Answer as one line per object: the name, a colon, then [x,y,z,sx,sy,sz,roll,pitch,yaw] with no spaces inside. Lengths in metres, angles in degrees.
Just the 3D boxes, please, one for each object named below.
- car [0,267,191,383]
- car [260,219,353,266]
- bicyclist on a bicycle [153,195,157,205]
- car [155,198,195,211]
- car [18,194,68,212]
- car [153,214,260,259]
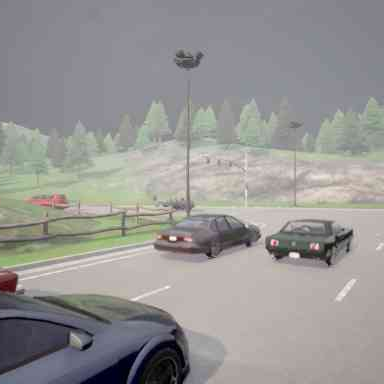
car: [-1.827,1.564,2.822,1.994,1.385,4.181,0,0,35]
car: [4.348,1.601,11.751,1.895,1.301,4.718,0,0,35]
bicyclist on a bicycle: [-5.785,1.302,51.925,0.582,1.620,1.656,0,0,14]
car: [-2.032,1.492,39.430,4.902,1.511,2.128,0,0,17]
car: [-17.490,1.223,39.240,5.566,2.045,2.150,0,0,6]
car: [0.819,1.548,12.821,2.033,1.411,5.357,0,0,35]
